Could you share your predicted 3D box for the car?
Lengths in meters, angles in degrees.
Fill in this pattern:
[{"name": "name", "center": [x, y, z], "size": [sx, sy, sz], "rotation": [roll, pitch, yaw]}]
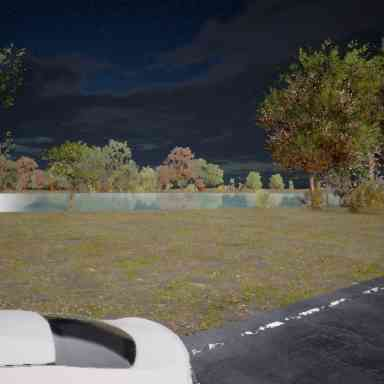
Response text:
[{"name": "car", "center": [-2.017, 1.526, 1.632], "size": [4.674, 1.442, 1.812], "rotation": [0, 0, -36]}]
